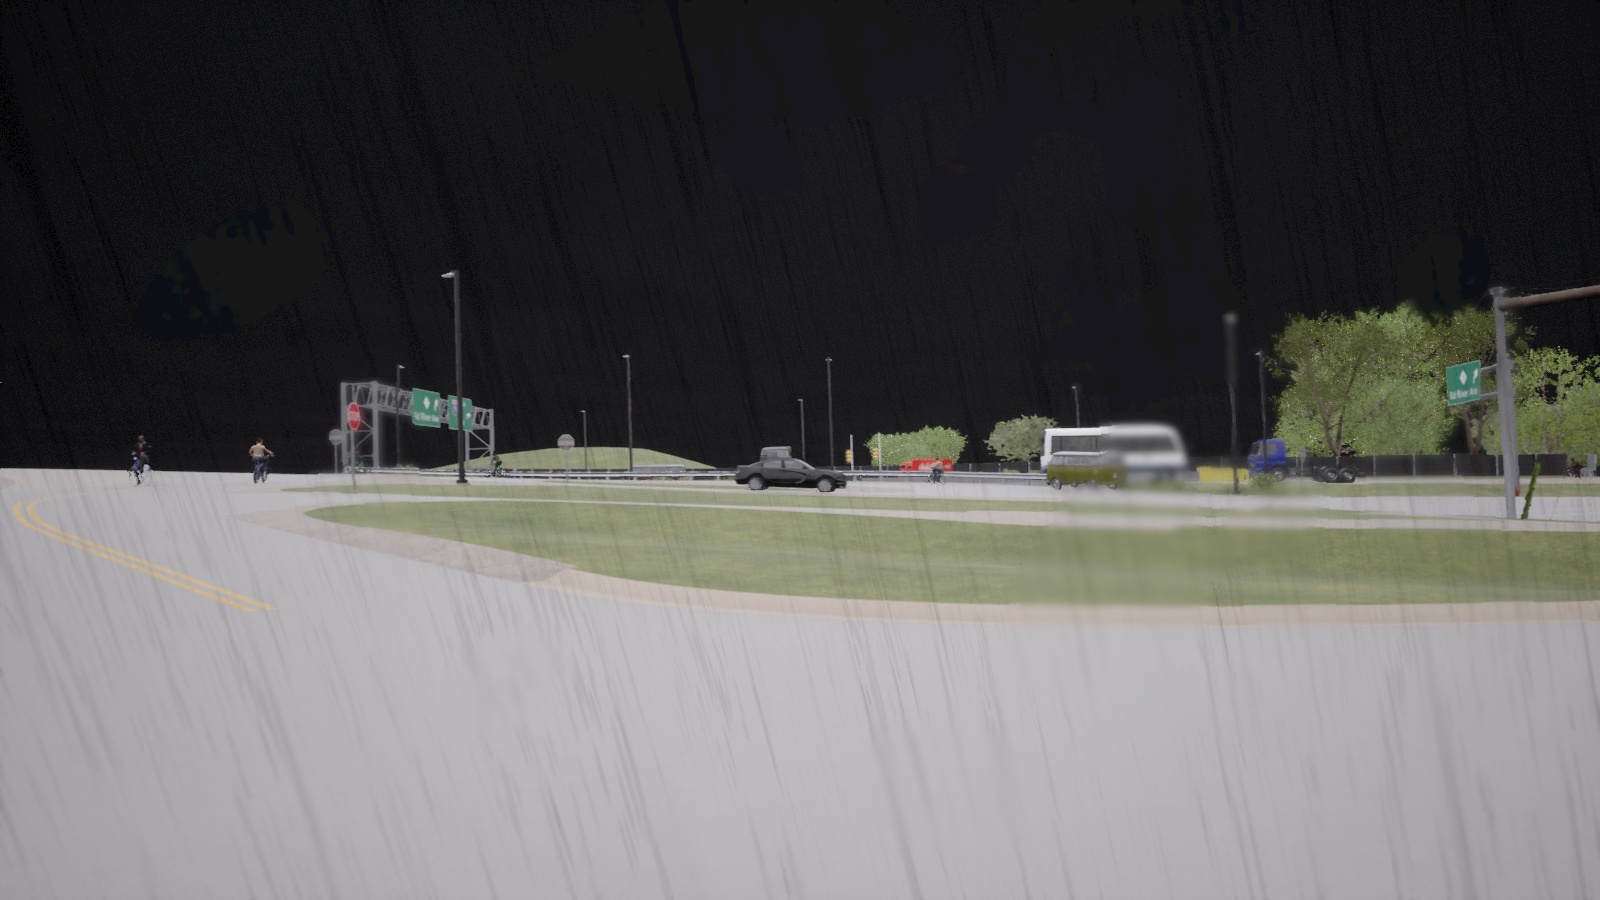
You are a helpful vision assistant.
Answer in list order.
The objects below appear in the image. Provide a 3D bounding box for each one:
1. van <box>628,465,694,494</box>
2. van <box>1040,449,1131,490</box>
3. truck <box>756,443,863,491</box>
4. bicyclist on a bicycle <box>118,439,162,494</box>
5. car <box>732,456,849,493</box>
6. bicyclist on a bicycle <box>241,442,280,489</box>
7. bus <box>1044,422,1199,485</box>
[{"bbox_3d":[-9.995,2.118,90.294,4.442,1.987,1.775,-1,-2,5],"label":"van"},{"bbox_3d":[14.581,0.961,64.331,1.775,1.987,4.442,-1,1,-36],"label":"van"},{"bbox_3d":[0.773,1.360,96.368,7.936,3.462,2.891,-1,-2,5],"label":"truck"},{"bbox_3d":[-22.283,0.548,42.436,0.659,1.776,1.843,-2,0,-7],"label":"bicyclist on a bicycle"},{"bbox_3d":[-0.376,1.103,56.005,5.008,1.535,1.882,1,-2,6],"label":"car"},{"bbox_3d":[-18.978,0.525,44.238,0.866,1.612,1.509,-1,1,-8],"label":"bicyclist on a bicycle"},{"bbox_3d":[23.083,0.316,90.853,10.273,4.253,3.944,-1,-2,5],"label":"bus"}]
